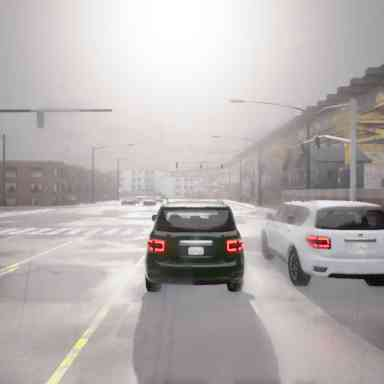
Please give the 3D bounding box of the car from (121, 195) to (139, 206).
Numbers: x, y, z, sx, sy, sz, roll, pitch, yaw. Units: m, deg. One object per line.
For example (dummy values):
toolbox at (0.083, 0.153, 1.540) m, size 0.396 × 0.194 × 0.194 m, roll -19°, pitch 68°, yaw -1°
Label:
car at (-10.809, 1.573, 56.868) m, size 1.812 × 1.442 × 4.674 m, roll 0°, pitch 0°, yaw 0°

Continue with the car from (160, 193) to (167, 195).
car at (-7.352, 1.319, 85.493) m, size 2.150 × 2.045 × 5.566 m, roll 0°, pitch 0°, yaw 0°

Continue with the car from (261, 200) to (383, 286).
car at (3.526, 1.246, 9.614) m, size 2.150 × 2.045 × 5.566 m, roll 0°, pitch 0°, yaw 0°

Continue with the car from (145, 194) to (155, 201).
car at (-10.853, 1.440, 85.718) m, size 2.097 × 1.767 × 4.553 m, roll 0°, pitch 0°, yaw 0°

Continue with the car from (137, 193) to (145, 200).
car at (-10.789, 1.290, 70.503) m, size 2.150 × 2.045 × 5.566 m, roll 0°, pitch 0°, yaw 0°

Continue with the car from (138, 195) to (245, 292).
car at (0.030, 1.236, 9.116) m, size 2.150 × 2.045 × 5.566 m, roll 0°, pitch 0°, yaw -1°

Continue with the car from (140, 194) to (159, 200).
car at (-7.317, 1.605, 58.103) m, size 2.033 × 1.411 × 5.357 m, roll 0°, pitch 0°, yaw 0°
